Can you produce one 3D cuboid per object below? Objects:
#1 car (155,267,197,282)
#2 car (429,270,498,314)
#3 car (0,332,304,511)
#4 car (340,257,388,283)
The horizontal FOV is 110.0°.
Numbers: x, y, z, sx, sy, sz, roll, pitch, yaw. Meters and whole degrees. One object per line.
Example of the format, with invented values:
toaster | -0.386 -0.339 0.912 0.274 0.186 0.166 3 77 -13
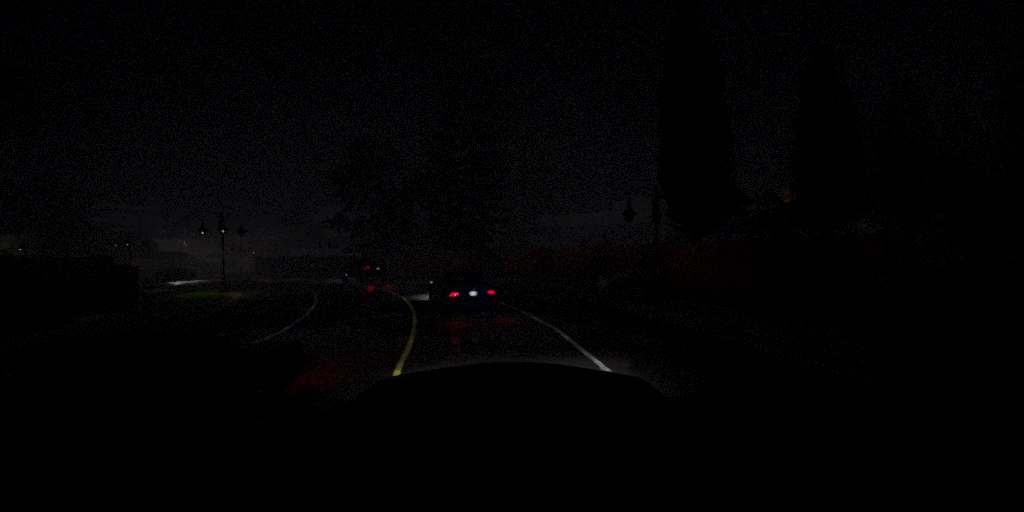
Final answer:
car | -36.986 1.992 39.397 4.892 1.490 1.837 -2 0 21
car | -2.043 1.263 13.860 2.033 1.411 5.357 -1 0 -19
car | -3.680 1.413 2.696 1.895 1.301 4.718 -1 0 -4
car | -12.489 1.134 30.167 5.566 2.045 2.150 -1 0 44
